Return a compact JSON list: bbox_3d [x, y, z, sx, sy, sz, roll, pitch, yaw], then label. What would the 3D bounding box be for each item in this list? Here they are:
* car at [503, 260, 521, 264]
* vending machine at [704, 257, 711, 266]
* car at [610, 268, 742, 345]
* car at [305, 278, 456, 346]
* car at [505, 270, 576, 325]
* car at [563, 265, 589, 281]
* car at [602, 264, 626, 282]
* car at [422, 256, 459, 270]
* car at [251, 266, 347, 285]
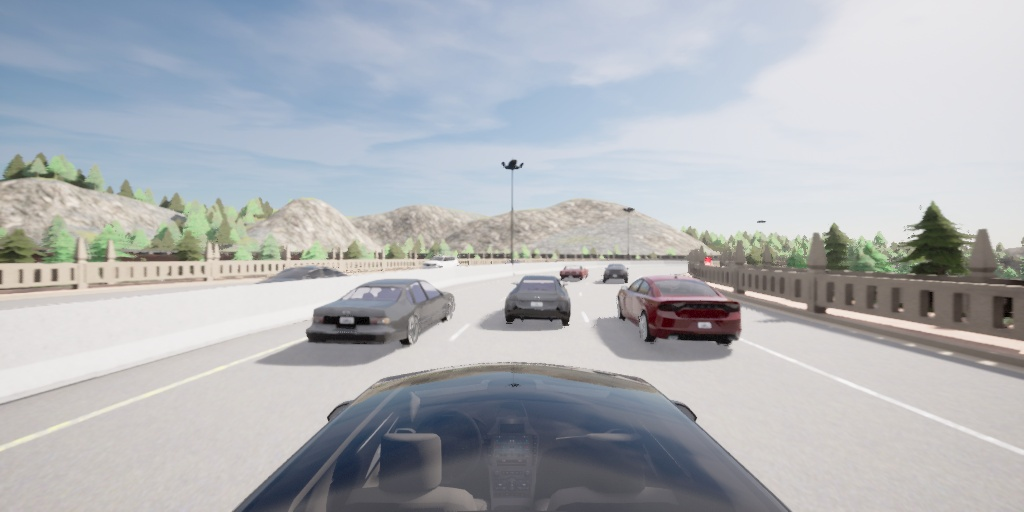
[{"bbox_3d":[0.041,1.362,53.095,2.033,1.411,5.357,0,0,30],"label":"car"},{"bbox_3d":[21.486,1.096,39.501,1.100,2.100,0.880,0,0,29],"label":"vending machine"},{"bbox_3d":[4.158,1.258,9.744,1.882,1.535,5.008,0,0,6],"label":"car"},{"bbox_3d":[-2.958,1.293,9.414,2.033,1.411,5.357,0,0,5],"label":"car"},{"bbox_3d":[0.935,1.332,12.084,1.994,1.385,4.181,0,0,7],"label":"car"},{"bbox_3d":[5.541,1.415,31.447,1.895,1.301,4.718,0,0,20],"label":"car"},{"bbox_3d":[8.553,1.352,29.423,1.812,1.442,4.674,0,0,19],"label":"car"},{"bbox_3d":[-8.620,0.985,43.604,2.150,2.045,5.566,0,0,23],"label":"car"},{"bbox_3d":[-9.298,1.228,16.022,1.837,1.490,4.892,0,0,9],"label":"car"}]
